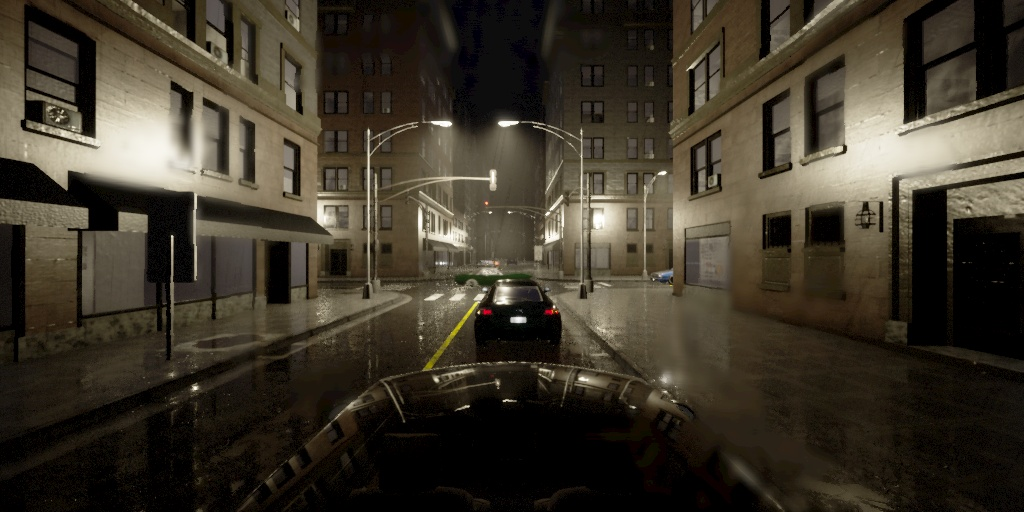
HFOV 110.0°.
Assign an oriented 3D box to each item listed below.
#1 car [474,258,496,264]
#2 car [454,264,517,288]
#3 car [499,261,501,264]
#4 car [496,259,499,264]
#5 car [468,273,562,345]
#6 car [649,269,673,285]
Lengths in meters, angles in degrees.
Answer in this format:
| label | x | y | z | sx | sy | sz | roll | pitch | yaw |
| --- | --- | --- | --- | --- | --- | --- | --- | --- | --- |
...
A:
| label | x | y | z | sx | sy | sz | roll | pitch | yaw |
| --- | --- | --- | --- | --- | --- | --- | --- | --- | --- |
| car | -3.098 | 1.238 | 36.363 | 2.128 | 1.511 | 4.902 | 0 | 0 | 0 |
| car | -1.031 | 1.348 | 21.952 | 4.718 | 1.301 | 1.895 | 0 | 0 | 0 |
| car | -3.091 | 1.091 | 55.888 | 2.097 | 1.767 | 4.553 | 0 | 0 | -1 |
| car | -3.103 | 1.292 | 46.106 | 2.033 | 1.411 | 5.357 | 0 | 0 | 0 |
| car | 0.113 | 1.313 | 9.536 | 1.994 | 1.385 | 4.181 | 0 | 0 | -1 |
| car | 12.613 | 1.260 | 25.197 | 5.357 | 1.411 | 2.033 | 0 | 0 | 0 |
